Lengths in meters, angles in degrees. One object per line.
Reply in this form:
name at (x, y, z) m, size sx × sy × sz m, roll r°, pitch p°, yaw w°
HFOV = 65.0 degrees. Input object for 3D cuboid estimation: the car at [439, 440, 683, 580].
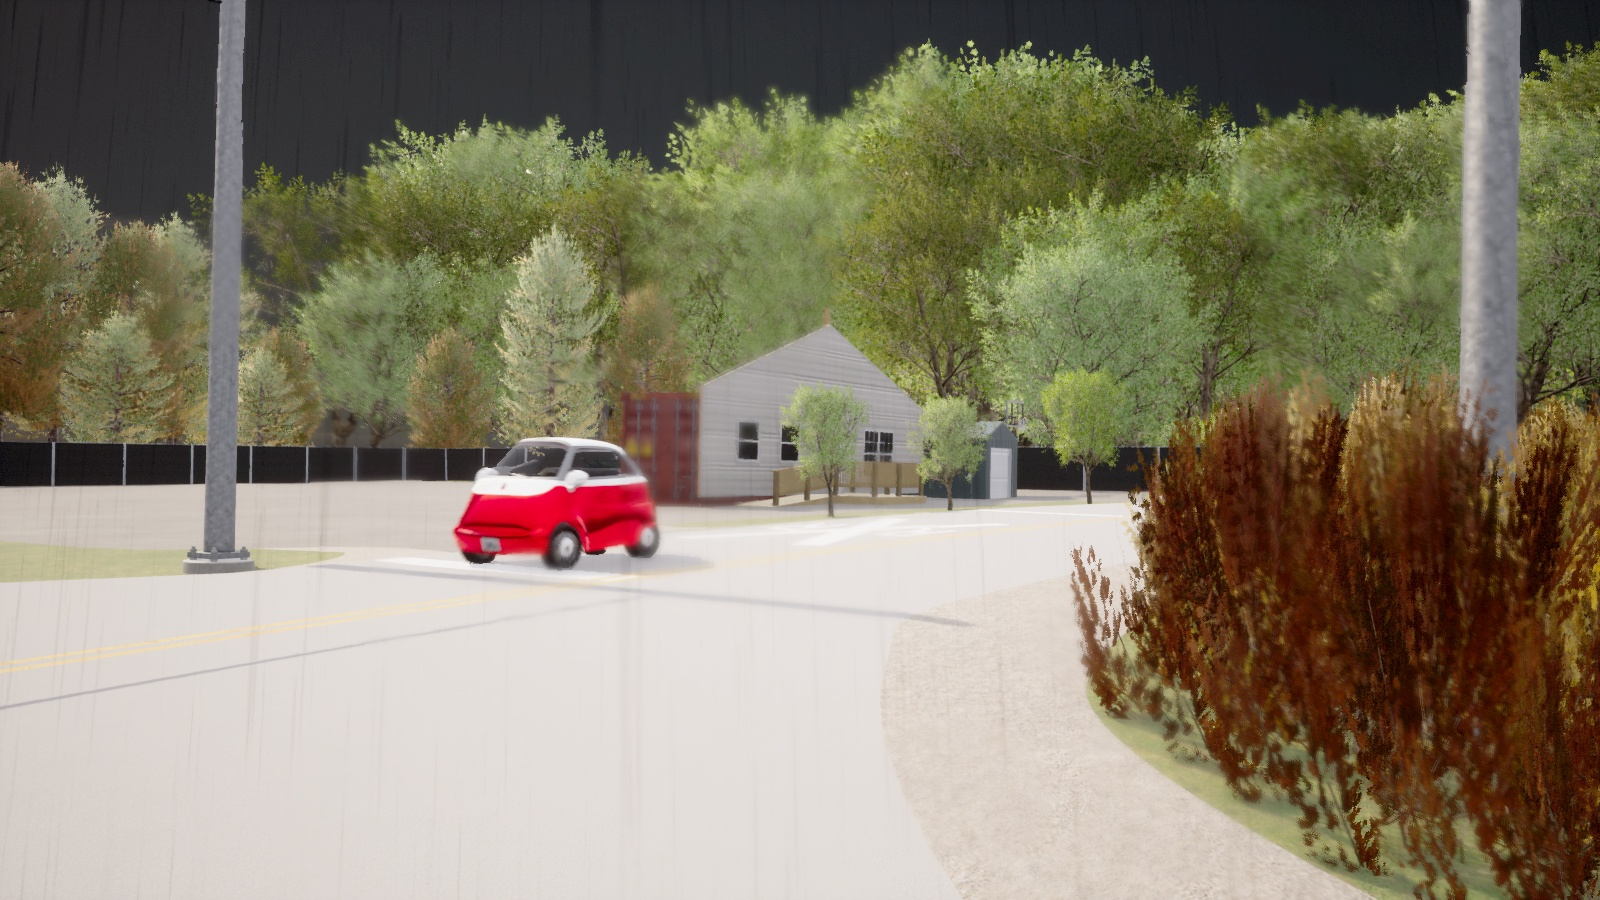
car at (-2.561, 0.587, 13.713) m, size 1.481 × 1.376 × 2.207 m, roll 0°, pitch 0°, yaw 34°
